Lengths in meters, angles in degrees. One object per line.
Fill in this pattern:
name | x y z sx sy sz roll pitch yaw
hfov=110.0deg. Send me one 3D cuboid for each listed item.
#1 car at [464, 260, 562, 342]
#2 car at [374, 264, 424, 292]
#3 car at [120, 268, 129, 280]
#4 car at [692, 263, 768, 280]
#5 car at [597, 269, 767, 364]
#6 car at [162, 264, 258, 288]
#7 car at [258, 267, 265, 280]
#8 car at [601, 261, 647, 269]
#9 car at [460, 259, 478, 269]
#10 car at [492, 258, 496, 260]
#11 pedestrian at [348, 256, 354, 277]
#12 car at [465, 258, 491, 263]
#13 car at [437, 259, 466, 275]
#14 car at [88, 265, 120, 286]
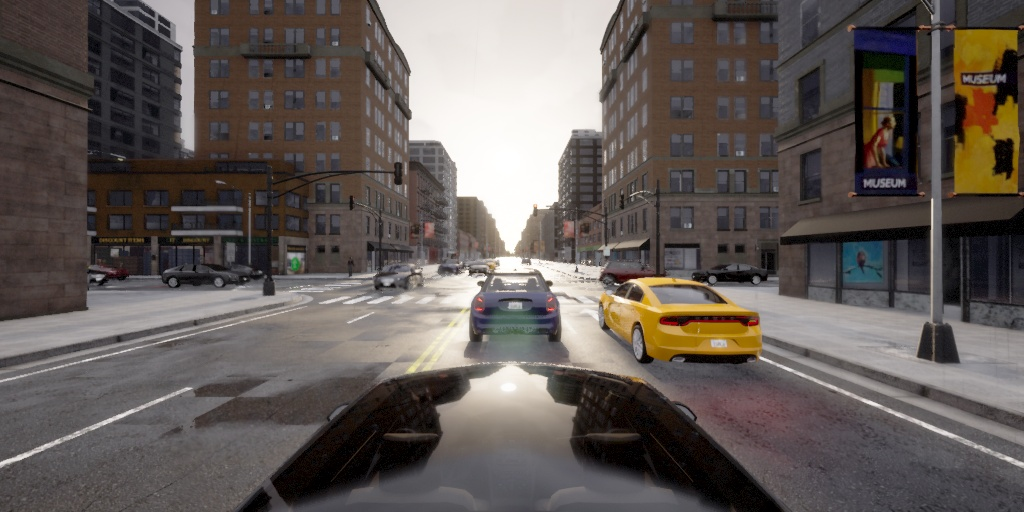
car | 0.079 1.102 9.935 2.097 1.767 4.553 0 0 0
car | -6.628 1.234 21.456 2.128 1.511 4.902 0 0 0
car | -33.184 1.344 28.646 4.207 1.307 1.802 0 0 0
car | 15.849 1.268 26.282 5.008 1.535 1.882 0 0 1
car | 3.317 1.228 8.133 1.882 1.535 5.008 0 0 1
car | -19.613 1.248 23.110 4.892 1.490 1.837 0 0 0
car | -22.161 1.330 28.605 4.313 1.339 1.948 0 0 0
car | 8.034 1.112 23.833 4.553 1.767 2.097 0 0 10
car | -6.664 1.238 56.148 2.128 1.511 4.902 0 0 0
car | -3.414 1.225 51.495 1.882 1.535 5.008 0 1 0
pedestrian | -14.183 0.920 31.452 0.375 1.860 0.375 0 0 0
car | -3.397 1.254 37.230 1.837 1.490 4.892 0 0 0
car | -6.650 1.102 38.751 2.097 1.767 4.553 0 0 0
car | -29.101 1.232 23.146 4.902 1.511 2.128 0 0 0
